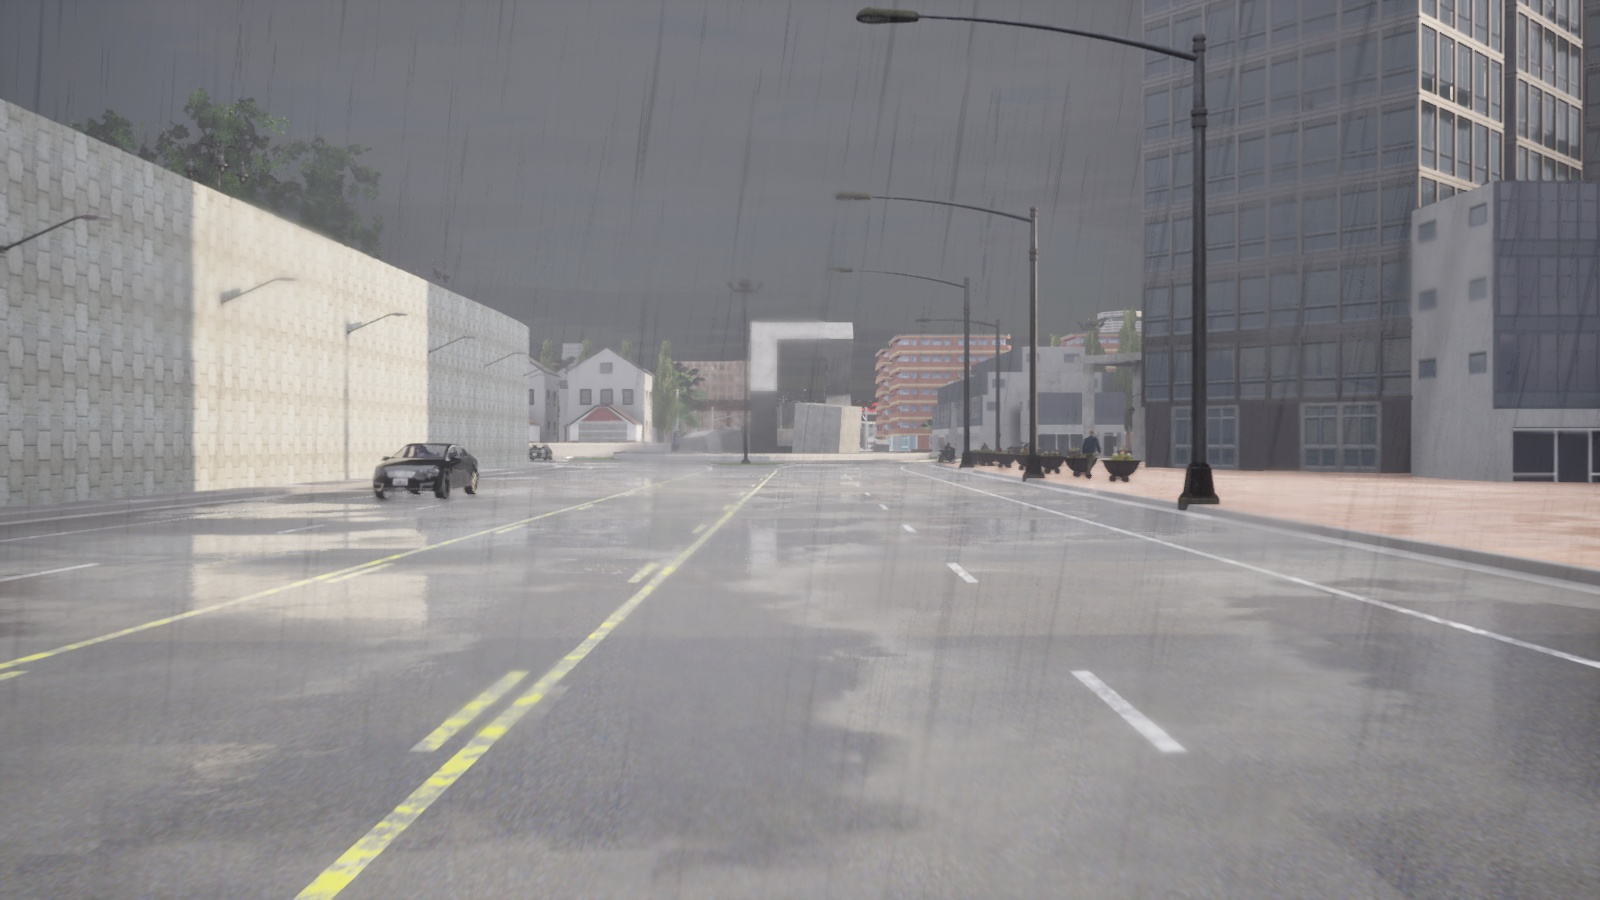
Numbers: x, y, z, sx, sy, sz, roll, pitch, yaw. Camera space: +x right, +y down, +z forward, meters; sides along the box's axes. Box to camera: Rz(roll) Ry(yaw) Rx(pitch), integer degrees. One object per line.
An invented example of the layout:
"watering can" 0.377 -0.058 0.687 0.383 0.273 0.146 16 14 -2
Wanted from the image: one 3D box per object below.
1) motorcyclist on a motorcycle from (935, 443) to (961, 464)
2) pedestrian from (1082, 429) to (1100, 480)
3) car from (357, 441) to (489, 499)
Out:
"motorcyclist on a motorcycle" 10.729 0.226 90.794 0.797 1.523 2.044 1 1 44
"pedestrian" 10.588 0.153 45.659 0.402 1.842 0.726 0 0 33
"car" -10.288 0.499 34.686 2.128 1.511 4.902 0 0 0
